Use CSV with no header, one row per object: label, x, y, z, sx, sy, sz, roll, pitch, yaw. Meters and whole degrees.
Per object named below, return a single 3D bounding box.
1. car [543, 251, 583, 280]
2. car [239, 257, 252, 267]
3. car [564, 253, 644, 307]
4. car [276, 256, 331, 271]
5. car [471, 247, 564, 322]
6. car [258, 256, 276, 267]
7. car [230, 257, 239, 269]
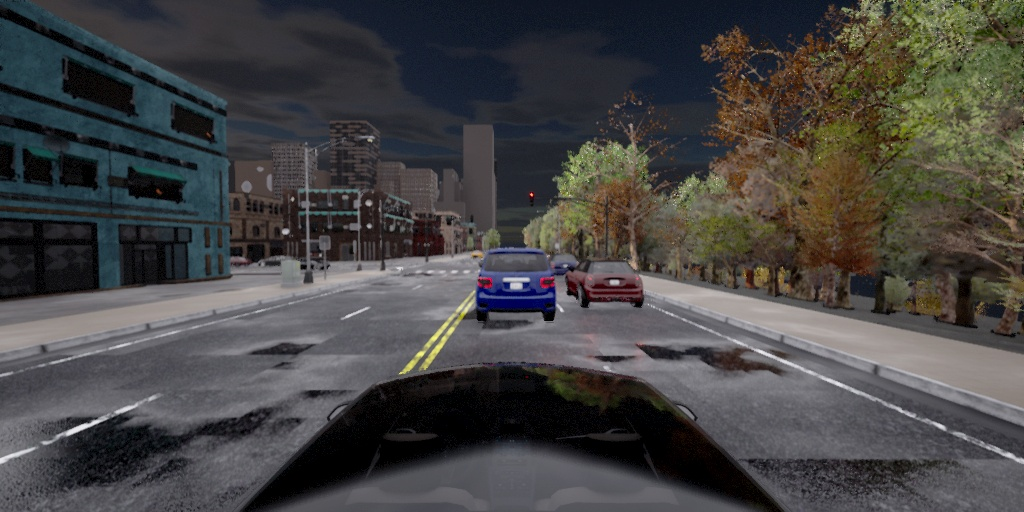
car,3.342,0.584,24.552,2.097,1.767,4.553,0,1,0
car,-33.832,0.712,43.432,4.207,1.307,1.802,0,0,0
car,3.344,0.830,13.808,2.097,1.767,4.553,0,2,0
car,-19.960,0.814,34.918,4.313,1.339,1.948,0,0,0
car,0.094,0.752,11.423,2.150,2.045,5.566,0,2,0
car,-28.297,0.618,43.425,4.403,1.370,2.007,0,0,0
car,-31.978,0.824,37.623,4.674,1.442,1.812,-1,2,0
